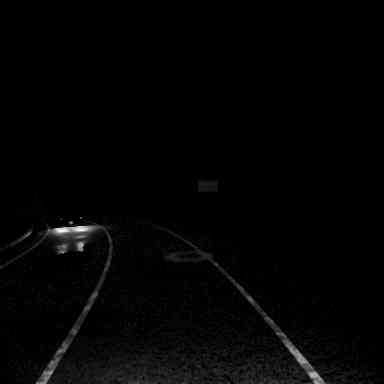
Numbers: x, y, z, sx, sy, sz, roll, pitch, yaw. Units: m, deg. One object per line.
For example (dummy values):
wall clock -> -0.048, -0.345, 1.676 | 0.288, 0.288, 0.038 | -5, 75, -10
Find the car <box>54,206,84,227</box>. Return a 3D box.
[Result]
car -> -9.534, 1.801, 25.478 | 2.033, 1.411, 5.357 | -3, 0, -25
